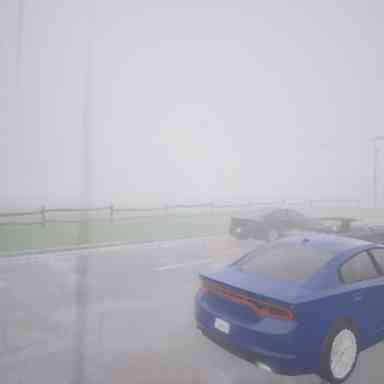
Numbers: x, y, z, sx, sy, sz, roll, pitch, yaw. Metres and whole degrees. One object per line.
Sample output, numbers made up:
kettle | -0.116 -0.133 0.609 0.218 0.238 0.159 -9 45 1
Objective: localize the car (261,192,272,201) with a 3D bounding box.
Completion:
car | 14.533 1.283 72.390 1.994 1.385 4.181 0 0 -36

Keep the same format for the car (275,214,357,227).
car | 5.382 1.545 11.889 4.718 1.301 1.895 0 0 -36

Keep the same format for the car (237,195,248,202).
car | 8.859 1.319 68.290 1.994 1.385 4.181 0 0 -36

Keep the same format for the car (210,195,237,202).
car | 5.850 1.328 66.470 2.033 1.411 5.357 0 0 -36

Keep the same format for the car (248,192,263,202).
car | 11.708 1.288 70.324 2.033 1.411 5.357 0 0 -36

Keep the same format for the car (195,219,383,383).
car | 2.378 1.453 5.445 5.008 1.535 1.882 0 0 -36

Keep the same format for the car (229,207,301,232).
car | 3.940 1.418 15.159 5.008 1.535 1.882 0 0 -36

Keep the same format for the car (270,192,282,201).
car | 17.373 0.939 74.433 2.150 2.045 5.566 0 0 -36
